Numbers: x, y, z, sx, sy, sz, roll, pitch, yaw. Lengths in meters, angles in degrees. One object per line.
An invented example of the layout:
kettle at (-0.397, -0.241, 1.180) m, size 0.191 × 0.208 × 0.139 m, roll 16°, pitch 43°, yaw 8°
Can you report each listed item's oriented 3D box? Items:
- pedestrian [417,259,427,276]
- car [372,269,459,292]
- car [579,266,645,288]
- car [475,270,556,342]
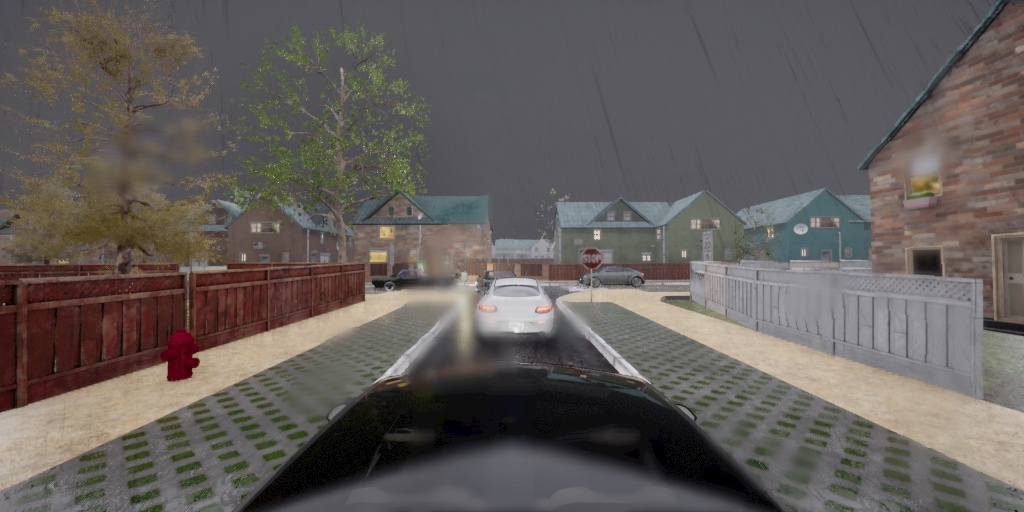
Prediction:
pedestrian at (-6.711, 1.118, 26.793) m, size 0.375 × 1.860 × 0.375 m, roll 0°, pitch -1°, yaw 1°
car at (-5.490, 1.416, 20.909) m, size 4.718 × 1.301 × 1.895 m, roll -1°, pitch -1°, yaw 1°
car at (6.529, 1.344, 23.704) m, size 4.181 × 1.385 × 1.994 m, roll 0°, pitch -1°, yaw 1°
car at (0.100, 1.279, 9.707) m, size 1.812 × 1.442 × 4.674 m, roll 0°, pitch 0°, yaw 0°
